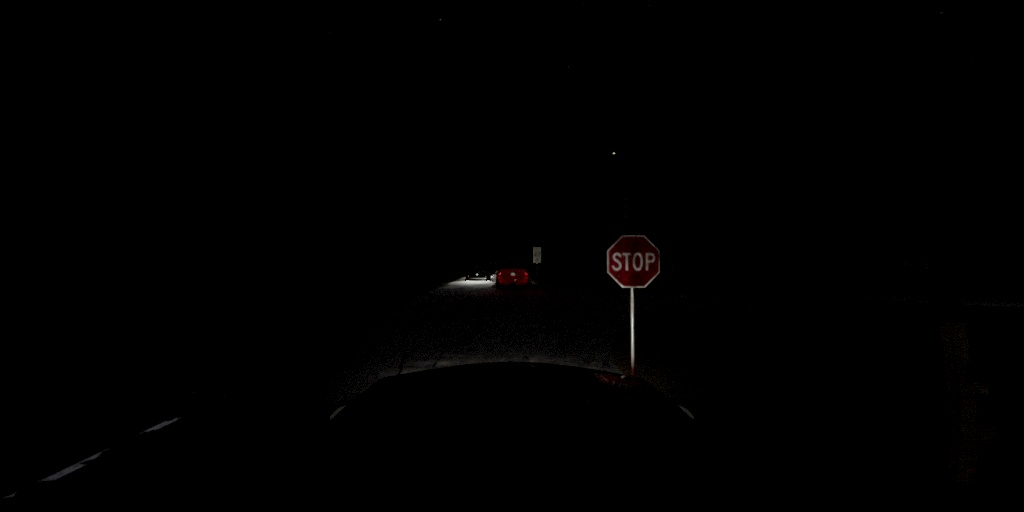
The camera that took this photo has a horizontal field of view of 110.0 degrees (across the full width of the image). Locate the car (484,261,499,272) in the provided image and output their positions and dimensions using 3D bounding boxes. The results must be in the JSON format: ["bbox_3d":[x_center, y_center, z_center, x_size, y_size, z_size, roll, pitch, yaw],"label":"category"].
[{"bbox_3d":[-2.934,1.461,52.050,1.812,1.442,4.674,0,0,0],"label":"car"}]

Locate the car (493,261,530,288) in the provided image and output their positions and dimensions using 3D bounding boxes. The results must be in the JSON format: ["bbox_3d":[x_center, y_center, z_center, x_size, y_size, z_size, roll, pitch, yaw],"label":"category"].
[{"bbox_3d":[0.057,1.130,23.839,2.097,1.767,4.553,0,0,0],"label":"car"}]

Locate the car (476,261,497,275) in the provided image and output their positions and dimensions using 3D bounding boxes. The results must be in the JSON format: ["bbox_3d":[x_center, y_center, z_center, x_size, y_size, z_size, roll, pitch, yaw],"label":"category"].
[{"bbox_3d":[-2.920,1.357,41.819,2.128,1.511,4.902,0,0,0],"label":"car"}]

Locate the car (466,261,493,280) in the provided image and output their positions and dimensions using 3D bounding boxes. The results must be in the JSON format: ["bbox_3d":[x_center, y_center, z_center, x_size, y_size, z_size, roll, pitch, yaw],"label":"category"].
[{"bbox_3d":[-2.908,1.373,31.687,1.994,1.385,4.181,0,0,-1],"label":"car"}]
